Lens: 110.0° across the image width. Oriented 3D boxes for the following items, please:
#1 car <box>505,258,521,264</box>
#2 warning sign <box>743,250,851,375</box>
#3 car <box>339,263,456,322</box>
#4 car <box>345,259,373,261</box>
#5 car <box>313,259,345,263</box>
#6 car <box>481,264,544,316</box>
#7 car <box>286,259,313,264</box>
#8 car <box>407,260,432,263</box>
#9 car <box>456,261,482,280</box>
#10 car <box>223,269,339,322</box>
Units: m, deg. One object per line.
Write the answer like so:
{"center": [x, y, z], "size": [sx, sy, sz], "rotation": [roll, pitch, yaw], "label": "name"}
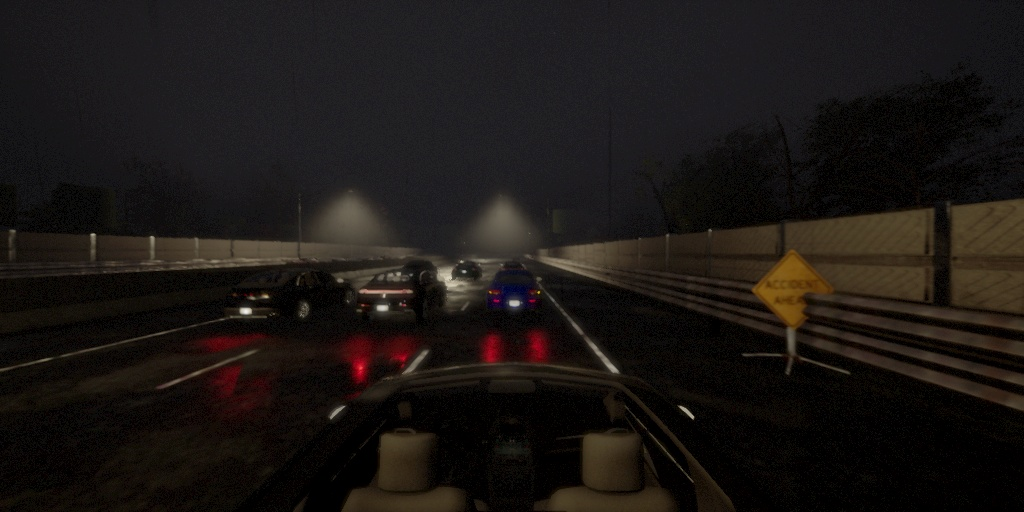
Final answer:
{"center": [0.071, 1.077, 27.733], "size": [1.994, 1.385, 4.181], "rotation": [0, 1, 0], "label": "car"}
{"center": [4.548, 0.828, 5.826], "size": [1.300, 1.860, 1.060], "rotation": [0, 0, 0], "label": "warning sign"}
{"center": [-3.422, 1.149, 11.912], "size": [2.128, 1.511, 4.902], "rotation": [0, 1, 0], "label": "car"}
{"center": [-17.611, 0.978, 42.708], "size": [1.895, 1.301, 4.718], "rotation": [0, 1, 0], "label": "car"}
{"center": [-21.109, 0.978, 42.663], "size": [1.895, 1.301, 4.718], "rotation": [0, 1, 0], "label": "car"}
{"center": [0.080, 1.176, 12.653], "size": [1.812, 1.442, 4.674], "rotation": [0, 1, 0], "label": "car"}
{"center": [-24.605, 0.978, 42.632], "size": [1.895, 1.301, 4.718], "rotation": [0, 1, 0], "label": "car"}
{"center": [-6.930, 1.023, 27.250], "size": [1.837, 1.490, 4.892], "rotation": [0, 1, 0], "label": "car"}
{"center": [-3.429, 1.077, 27.744], "size": [1.994, 1.385, 4.181], "rotation": [0, 1, 0], "label": "car"}
{"center": [-6.921, 1.164, 11.762], "size": [1.837, 1.490, 4.892], "rotation": [0, 1, 0], "label": "car"}
